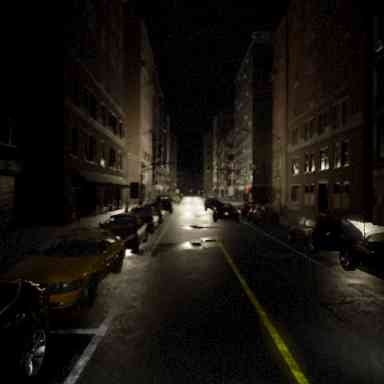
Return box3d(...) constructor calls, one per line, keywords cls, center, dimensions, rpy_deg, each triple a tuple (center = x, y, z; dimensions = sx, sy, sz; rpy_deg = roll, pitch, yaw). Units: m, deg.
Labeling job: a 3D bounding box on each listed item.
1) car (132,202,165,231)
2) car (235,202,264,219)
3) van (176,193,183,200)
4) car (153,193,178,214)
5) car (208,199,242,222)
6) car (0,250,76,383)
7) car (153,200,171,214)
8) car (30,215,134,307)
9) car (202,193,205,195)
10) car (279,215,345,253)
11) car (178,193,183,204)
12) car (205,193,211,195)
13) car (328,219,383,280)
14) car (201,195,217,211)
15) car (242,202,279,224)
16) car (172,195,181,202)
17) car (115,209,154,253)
box3d(cls="car", center=(-2.833, 1.515, 18.911), dimensions=(2.008, 1.369, 4.403), rpy_deg=(0, 0, -1))
box3d(cls="car", center=(5.089, 1.579, 29.803), dimensions=(1.802, 1.307, 4.206), rpy_deg=(0, 0, -1))
box3d(cls="van", center=(-3.541, 1.179, 94.333), dimensions=(1.690, 1.788, 3.998), rpy_deg=(0, 0, -1))
box3d(cls="car", center=(-2.984, 1.255, 35.148), dimensions=(2.192, 1.841, 5.009), rpy_deg=(0, 0, -1))
box3d(cls="car", center=(2.531, 1.552, 26.243), dimensions=(1.994, 1.385, 4.181), rpy_deg=(0, 0, 0))
box3d(cls="car", center=(-2.681, 1.547, 2.674), dimensions=(1.947, 1.339, 4.313), rpy_deg=(0, 0, -1))
box3d(cls="car", center=(-2.884, 1.507, 24.324), dimensions=(2.008, 1.369, 4.403), rpy_deg=(0, 0, -1))
box3d(cls="car", center=(-2.730, 1.502, 7.916), dimensions=(1.752, 1.417, 4.829), rpy_deg=(0, 0, -1))
box3d(cls="car", center=(4.535, 1.338, 88.949), dimensions=(1.967, 1.590, 4.097), rpy_deg=(0, 0, -1))
box3d(cls="car", center=(5.242, 1.586, 13.565), dimensions=(1.947, 1.339, 4.313), rpy_deg=(0, 0, -1))
box3d(cls="car", center=(-3.235, 1.450, 61.611), dimensions=(2.008, 1.369, 4.403), rpy_deg=(0, 0, -1))
box3d(cls="car", center=(4.637, 1.360, 78.040), dimensions=(1.967, 1.590, 4.097), rpy_deg=(0, 0, -1))
box3d(cls="car", center=(5.293, 1.592, 8.152), dimensions=(1.947, 1.339, 4.313), rpy_deg=(0, 0, -1))
box3d(cls="car", center=(2.395, 1.444, 39.907), dimensions=(1.882, 1.535, 5.008), rpy_deg=(0, 0, 0))
box3d(cls="car", center=(5.139, 1.531, 24.560), dimensions=(1.752, 1.417, 4.829), rpy_deg=(0, 0, -1))
box3d(cls="car", center=(-3.335, 1.406, 72.348), dimensions=(1.752, 1.417, 4.829), rpy_deg=(0, 0, -1))
box3d(cls="car", center=(-2.783, 1.553, 13.499), dimensions=(1.802, 1.307, 4.206), rpy_deg=(0, 0, -1))
